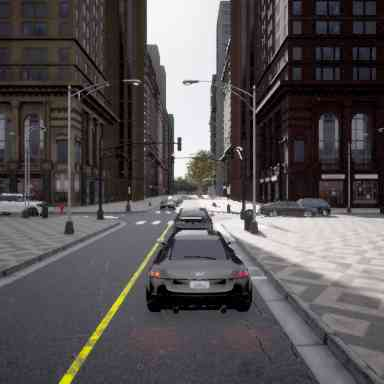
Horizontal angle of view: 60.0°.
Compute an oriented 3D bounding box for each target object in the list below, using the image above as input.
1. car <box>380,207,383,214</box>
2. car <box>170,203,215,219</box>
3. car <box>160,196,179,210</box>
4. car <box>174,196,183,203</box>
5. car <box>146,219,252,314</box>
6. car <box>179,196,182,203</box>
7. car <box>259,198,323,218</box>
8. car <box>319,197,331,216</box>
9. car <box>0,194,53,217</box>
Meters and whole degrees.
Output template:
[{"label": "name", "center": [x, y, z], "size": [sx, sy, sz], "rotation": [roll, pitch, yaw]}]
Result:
[{"label": "car", "center": [20.525, 1.630, 32.076], "size": [4.181, 1.385, 1.994], "rotation": [0, 0, 0]}, {"label": "car", "center": [0.064, 1.505, 16.632], "size": [1.837, 1.490, 4.892], "rotation": [0, 0, 0]}, {"label": "car", "center": [-3.083, 1.547, 43.089], "size": [2.033, 1.411, 5.357], "rotation": [0, 0, 0]}, {"label": "car", "center": [-2.986, 1.549, 73.497], "size": [1.812, 1.442, 4.674], "rotation": [0, 0, 0]}, {"label": "car", "center": [0.110, 1.564, 7.724], "size": [1.994, 1.385, 4.181], "rotation": [0, 0, -1]}, {"label": "car", "center": [-3.081, 1.494, 52.850], "size": [2.128, 1.511, 4.902], "rotation": [0, 0, 0]}, {"label": "car", "center": [8.324, 1.528, 28.879], "size": [4.892, 1.490, 1.837], "rotation": [0, 0, 0]}, {"label": "car", "center": [10.869, 1.388, 32.115], "size": [4.553, 1.767, 2.097], "rotation": [0, 0, 1]}, {"label": "car", "center": [-15.106, 1.169, 28.895], "size": [5.566, 2.045, 2.150], "rotation": [0, 0, 0]}]
